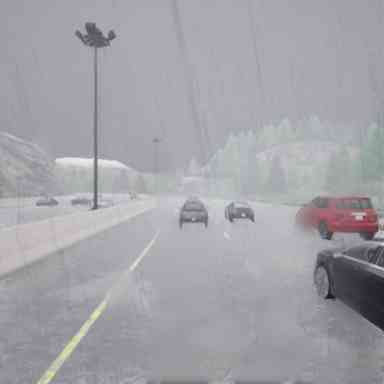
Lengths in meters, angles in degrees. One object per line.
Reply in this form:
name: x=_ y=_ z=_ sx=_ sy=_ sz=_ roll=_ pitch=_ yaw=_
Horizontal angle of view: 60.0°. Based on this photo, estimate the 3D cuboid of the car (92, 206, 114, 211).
car: x=-10.602 y=1.427 z=39.621 sx=1.812 sy=1.442 sz=4.674 roll=0 pitch=0 yaw=0

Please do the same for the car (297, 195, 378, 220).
car: x=7.113 y=1.179 z=16.810 sx=2.150 sy=2.045 sz=5.566 roll=0 pitch=0 yaw=0

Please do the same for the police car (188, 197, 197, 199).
police car: x=0.099 y=1.401 z=41.402 sx=2.038 sy=1.542 sz=4.974 roll=0 pitch=0 yaw=0

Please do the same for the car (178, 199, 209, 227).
car: x=0.103 y=1.435 z=22.376 sx=2.128 sy=1.511 sz=4.902 roll=0 pitch=0 yaw=0

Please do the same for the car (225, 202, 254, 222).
car: x=3.600 y=1.461 z=25.609 sx=1.812 sy=1.442 sz=4.674 roll=0 pitch=0 yaw=0

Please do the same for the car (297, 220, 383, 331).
car: x=3.600 y=1.477 z=5.429 sx=2.128 sy=1.511 sz=4.902 roll=0 pitch=0 yaw=0
